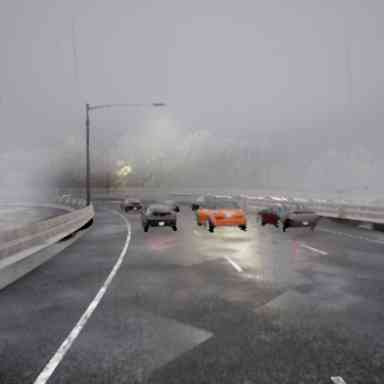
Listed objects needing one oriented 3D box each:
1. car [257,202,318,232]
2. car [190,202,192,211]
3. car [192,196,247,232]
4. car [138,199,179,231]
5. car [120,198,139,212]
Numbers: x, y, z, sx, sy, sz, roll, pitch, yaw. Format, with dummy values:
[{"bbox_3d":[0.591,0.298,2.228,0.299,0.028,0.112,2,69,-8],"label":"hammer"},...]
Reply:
[{"bbox_3d":[5.263,1.343,18.971,2.128,1.511,4.902,-1,0,-10],"label":"car"},{"bbox_3d":[1.325,1.160,34.650,2.097,1.767,4.553,-1,0,-17],"label":"car"},{"bbox_3d":[1.573,1.235,19.536,2.097,1.767,4.553,-1,0,-10],"label":"car"},{"bbox_3d":[-2.056,1.422,19.970,1.837,1.490,4.892,-1,0,-11],"label":"car"},{"bbox_3d":[-6.579,1.385,36.091,1.837,1.490,4.892,-1,1,-20],"label":"car"}]
